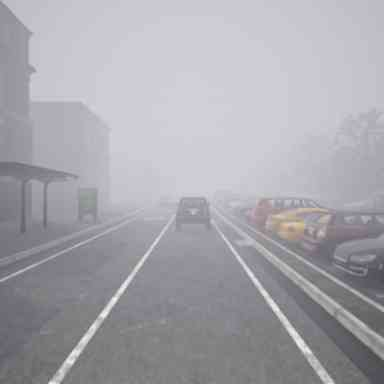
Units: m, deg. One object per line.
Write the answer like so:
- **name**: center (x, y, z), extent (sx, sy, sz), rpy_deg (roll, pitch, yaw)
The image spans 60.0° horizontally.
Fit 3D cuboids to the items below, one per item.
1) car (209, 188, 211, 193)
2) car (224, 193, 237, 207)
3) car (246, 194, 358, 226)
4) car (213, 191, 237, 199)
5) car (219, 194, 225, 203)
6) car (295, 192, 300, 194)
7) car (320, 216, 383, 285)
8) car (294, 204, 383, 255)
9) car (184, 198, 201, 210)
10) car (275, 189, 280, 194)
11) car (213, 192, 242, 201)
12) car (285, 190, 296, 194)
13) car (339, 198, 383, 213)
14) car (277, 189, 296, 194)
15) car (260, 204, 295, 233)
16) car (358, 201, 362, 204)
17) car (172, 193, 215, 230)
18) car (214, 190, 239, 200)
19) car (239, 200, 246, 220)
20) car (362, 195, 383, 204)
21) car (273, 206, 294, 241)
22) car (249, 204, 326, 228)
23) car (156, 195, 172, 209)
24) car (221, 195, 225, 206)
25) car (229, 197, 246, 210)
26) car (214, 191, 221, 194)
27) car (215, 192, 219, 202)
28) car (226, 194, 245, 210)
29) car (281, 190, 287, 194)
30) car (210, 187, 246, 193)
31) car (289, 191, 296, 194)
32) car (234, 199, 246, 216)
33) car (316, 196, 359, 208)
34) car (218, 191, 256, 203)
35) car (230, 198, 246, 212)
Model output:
- **car**: center (6.570, 0.453, 69.996), extent (4.792, 1.488, 2.163), rpy_deg (0, 3, 0)
- **car**: center (6.477, 1.333, 39.355), extent (4.553, 1.767, 2.185), rpy_deg (0, 1, 0)
- **car**: center (6.376, 1.314, 19.856), extent (5.566, 2.045, 2.435), rpy_deg (0, 0, 0)
- **car**: center (6.615, 0.586, 67.215), extent (4.792, 1.488, 2.163), rpy_deg (0, 3, 0)
- **car**: center (6.444, 1.382, 44.932), extent (4.792, 1.488, 2.163), rpy_deg (0, 1, 0)
- **car**: center (19.567, 1.153, 53.414), extent (4.792, 1.488, 2.163), rpy_deg (0, 2, 0)
- **car**: center (6.298, 1.543, 8.723), extent (4.892, 1.521, 2.231), rpy_deg (0, 0, 0)
- **car**: center (6.275, 1.422, 11.631), extent (4.553, 1.767, 2.185), rpy_deg (0, 0, 0)
- **car**: center (0.007, 1.444, 41.202), extent (1.994, 1.385, 4.181), rpy_deg (0, 1, 0)
- **car**: center (19.669, 0.587, 67.343), extent (4.674, 1.452, 2.002), rpy_deg (0, 3, 0)
- **car**: center (6.552, 0.813, 61.654), extent (5.008, 1.535, 2.097), rpy_deg (0, 2, 0)
- **car**: center (19.809, 0.922, 58.859), extent (5.366, 1.575, 1.946), rpy_deg (0, 2, 0)
- **car**: center (19.327, 1.492, 36.684), extent (5.366, 1.575, 1.946), rpy_deg (0, 1, 0)
- **car**: center (19.655, 0.719, 64.561), extent (4.674, 1.452, 2.002), rpy_deg (0, 3, 0)
- **car**: center (6.328, 1.560, 17.072), extent (5.008, 1.535, 2.097), rpy_deg (0, 0, 0)
- **car**: center (19.504, 1.527, 33.894), extent (5.008, 1.535, 2.097), rpy_deg (0, 1, 0)
- **car**: center (0.068, 1.264, 21.688), extent (2.150, 2.045, 5.566), rpy_deg (0, 0, 0)
- **car**: center (6.603, 0.563, 64.425), extent (4.553, 1.767, 2.185), rpy_deg (0, 3, 0)
- **car**: center (6.346, 1.603, 25.424), extent (4.792, 1.488, 2.163), rpy_deg (0, 0, 0)
- **car**: center (19.513, 1.299, 31.103), extent (5.566, 2.045, 2.435), rpy_deg (0, 0, 0)
- **car**: center (6.505, 1.551, 14.288), extent (5.366, 1.575, 1.946), rpy_deg (0, 0, 0)
- **car**: center (6.359, 1.612, 22.638), extent (4.674, 1.452, 2.002), rpy_deg (0, 0, 0)
- **car**: center (-3.424, 1.208, 42.598), extent (2.097, 1.767, 4.553), rpy_deg (0, 1, 0)
- **car**: center (6.489, 1.439, 42.145), extent (4.792, 1.488, 2.163), rpy_deg (0, 1, 0)
- **car**: center (6.420, 1.569, 33.790), extent (4.674, 1.452, 2.002), rpy_deg (0, 0, 0)
- **car**: center (6.523, 1.036, 56.075), extent (4.892, 1.521, 2.231), rpy_deg (0, 2, 0)
- **car**: center (6.486, 1.160, 53.299), extent (4.792, 1.488, 2.163), rpy_deg (0, 2, 0)
- **car**: center (6.463, 1.372, 36.575), extent (4.553, 1.767, 2.185), rpy_deg (0, 1, 0)
- **car**: center (19.666, 0.839, 61.651), extent (4.792, 1.488, 2.163), rpy_deg (0, 3, 0)
- **car**: center (6.572, 0.677, 58.853), extent (5.566, 2.045, 2.435), rpy_deg (0, 2, 0)
- **car**: center (19.795, 1.029, 56.066), extent (5.366, 1.575, 1.946), rpy_deg (0, 2, 0)
- **car**: center (6.385, 1.566, 28.211), extent (5.008, 1.535, 2.097), rpy_deg (0, 0, 0)
- **car**: center (19.548, 1.352, 44.917), extent (4.892, 1.521, 2.231), rpy_deg (0, 1, 0)
- **car**: center (6.456, 1.162, 47.715), extent (4.553, 1.767, 2.185), rpy_deg (0, 1, 0)
- **car**: center (6.398, 1.552, 31.001), extent (5.008, 1.535, 2.097), rpy_deg (0, 0, 0)
